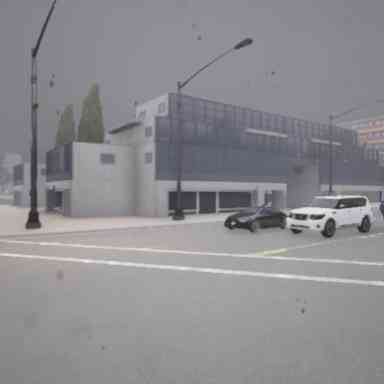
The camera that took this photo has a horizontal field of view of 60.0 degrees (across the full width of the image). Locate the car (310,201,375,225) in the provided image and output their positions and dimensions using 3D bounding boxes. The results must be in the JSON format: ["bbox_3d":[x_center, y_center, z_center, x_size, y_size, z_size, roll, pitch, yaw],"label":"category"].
[{"bbox_3d":[11.438,1.494,25.048,5.357,1.411,2.033,-1,0,-35],"label":"car"}]

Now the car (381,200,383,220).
[{"bbox_3d":[15.511,1.387,23.652,5.008,1.535,1.882,-1,1,-36],"label":"car"}]

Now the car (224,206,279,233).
[{"bbox_3d":[3.919,1.551,19.686,4.181,1.385,1.994,0,0,-36],"label":"car"}]

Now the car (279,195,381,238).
[{"bbox_3d":[7.581,1.201,17.998,5.566,2.045,2.150,0,0,-34],"label":"car"}]
